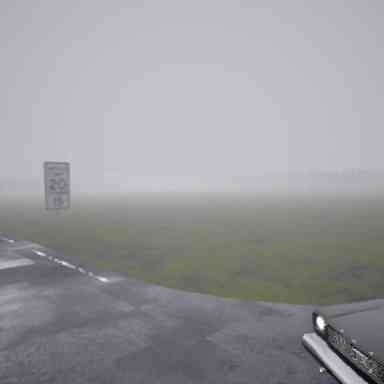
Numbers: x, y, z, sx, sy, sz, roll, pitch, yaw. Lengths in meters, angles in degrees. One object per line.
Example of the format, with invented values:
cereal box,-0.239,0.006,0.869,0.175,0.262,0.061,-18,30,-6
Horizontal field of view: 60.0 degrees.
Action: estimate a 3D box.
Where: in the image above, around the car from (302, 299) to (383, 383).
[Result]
car,3.588,1.439,3.178,4.718,1.301,1.895,-1,2,-10
